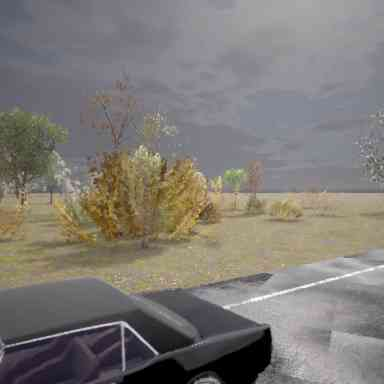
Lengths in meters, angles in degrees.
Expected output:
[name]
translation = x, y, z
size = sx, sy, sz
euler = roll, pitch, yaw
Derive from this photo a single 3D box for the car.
[car]
translation = -1.548, 1.601, 2.874
size = 4.718, 1.301, 1.895
euler = 0, 0, -35
